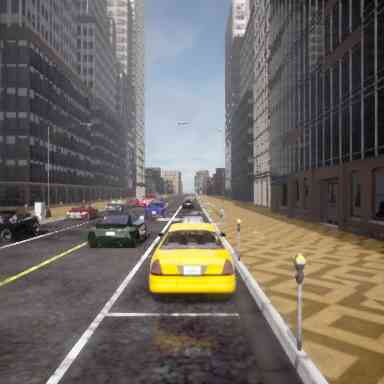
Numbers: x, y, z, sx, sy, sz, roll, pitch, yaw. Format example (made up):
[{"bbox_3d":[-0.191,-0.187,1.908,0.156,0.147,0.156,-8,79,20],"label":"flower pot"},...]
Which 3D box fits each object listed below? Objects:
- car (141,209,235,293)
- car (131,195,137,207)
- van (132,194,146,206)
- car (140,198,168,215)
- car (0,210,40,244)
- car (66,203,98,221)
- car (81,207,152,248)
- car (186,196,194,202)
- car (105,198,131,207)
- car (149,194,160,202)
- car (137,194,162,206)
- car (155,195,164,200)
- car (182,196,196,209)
[{"bbox_3d":[0.004,1.456,8.839,1.801,1.575,5.366,0,0,0],"label":"car"},{"bbox_3d":[-8.832,1.522,49.953,1.887,1.381,4.507,0,0,0],"label":"car"},{"bbox_3d":[-8.831,1.314,55.646,1.690,1.788,3.998,0,0,0],"label":"van"},{"bbox_3d":[-3.145,1.525,29.812,1.812,1.442,4.674,0,0,0],"label":"car"},{"bbox_3d":[-8.833,1.563,15.800,1.947,1.339,4.313,0,0,0],"label":"car"},{"bbox_3d":[-8.832,1.574,27.183,1.802,1.307,4.206,0,0,0],"label":"car"},{"bbox_3d":[-3.145,1.571,14.812,1.994,1.385,4.181,0,0,0],"label":"car"},{"bbox_3d":[-0.452,1.532,78.399,1.802,1.307,4.206,0,0,0],"label":"car"},{"bbox_3d":[-8.833,1.536,38.569,2.008,1.369,4.403,0,0,0],"label":"car"},{"bbox_3d":[-8.832,1.390,78.413,1.967,1.590,4.097,0,0,0],"label":"car"},{"bbox_3d":[-6.146,1.306,48.782,2.150,2.045,5.566,0,0,0],"label":"car"},{"bbox_3d":[-8.832,1.503,89.799,1.947,1.339,4.313,0,0,0],"label":"car"},{"bbox_3d":[-0.452,1.548,44.248,1.947,1.339,4.313,0,0,0],"label":"car"}]
